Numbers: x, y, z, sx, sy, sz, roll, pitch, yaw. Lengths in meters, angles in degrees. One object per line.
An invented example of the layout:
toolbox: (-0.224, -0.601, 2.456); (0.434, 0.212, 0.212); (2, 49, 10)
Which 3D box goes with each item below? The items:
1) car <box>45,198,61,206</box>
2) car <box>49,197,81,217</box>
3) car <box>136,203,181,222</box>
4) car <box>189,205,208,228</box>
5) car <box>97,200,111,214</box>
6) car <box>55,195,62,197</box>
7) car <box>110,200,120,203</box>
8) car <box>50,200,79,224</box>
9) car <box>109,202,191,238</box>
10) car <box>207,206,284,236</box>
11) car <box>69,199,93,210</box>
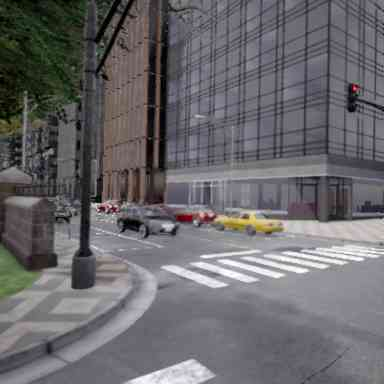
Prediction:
car: (-25.114, 1.756, 59.892); (1.802, 1.307, 4.206); (2, -1, -35)
car: (-11.898, 1.513, 31.186); (2.128, 1.511, 4.902); (2, -1, -35)
car: (-2.988, 1.747, 28.753); (1.887, 1.381, 4.507); (2, -1, -35)
car: (0.175, 1.648, 24.307); (1.967, 1.590, 4.097); (2, -1, -35)
car: (-9.307, 1.633, 37.652); (1.967, 1.590, 4.097); (2, -1, -35)
car: (-21.947, 1.492, 55.449); (2.192, 1.841, 5.009); (2, -1, -35)
car: (-6.149, 1.749, 33.202); (2.008, 1.369, 4.403); (2, -1, -35)
car: (-9.934, 1.515, 23.816); (1.947, 1.339, 4.313); (2, -1, -35)
car: (-2.450, 1.528, 17.900); (2.128, 1.511, 4.902); (2, -1, -33)
car: (3.235, 1.739, 19.995); (1.752, 1.417, 4.829); (2, -1, -35)
car: (-15.631, 1.728, 46.548); (1.887, 1.381, 4.507); (2, -1, -35)
